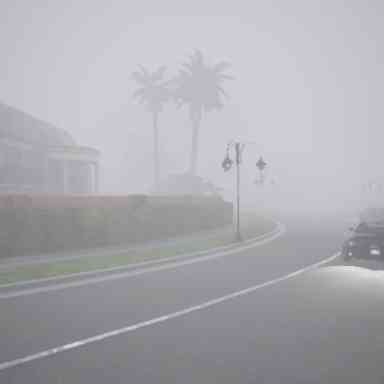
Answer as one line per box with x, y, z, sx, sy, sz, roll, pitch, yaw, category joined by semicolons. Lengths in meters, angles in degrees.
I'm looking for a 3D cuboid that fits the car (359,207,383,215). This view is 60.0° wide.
16.549;2.049;29.874;1.994;1.385;4.181;0;-1;8;car

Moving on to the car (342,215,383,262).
6.883;1.758;12.303;1.994;1.385;4.181;0;-1;32;car
